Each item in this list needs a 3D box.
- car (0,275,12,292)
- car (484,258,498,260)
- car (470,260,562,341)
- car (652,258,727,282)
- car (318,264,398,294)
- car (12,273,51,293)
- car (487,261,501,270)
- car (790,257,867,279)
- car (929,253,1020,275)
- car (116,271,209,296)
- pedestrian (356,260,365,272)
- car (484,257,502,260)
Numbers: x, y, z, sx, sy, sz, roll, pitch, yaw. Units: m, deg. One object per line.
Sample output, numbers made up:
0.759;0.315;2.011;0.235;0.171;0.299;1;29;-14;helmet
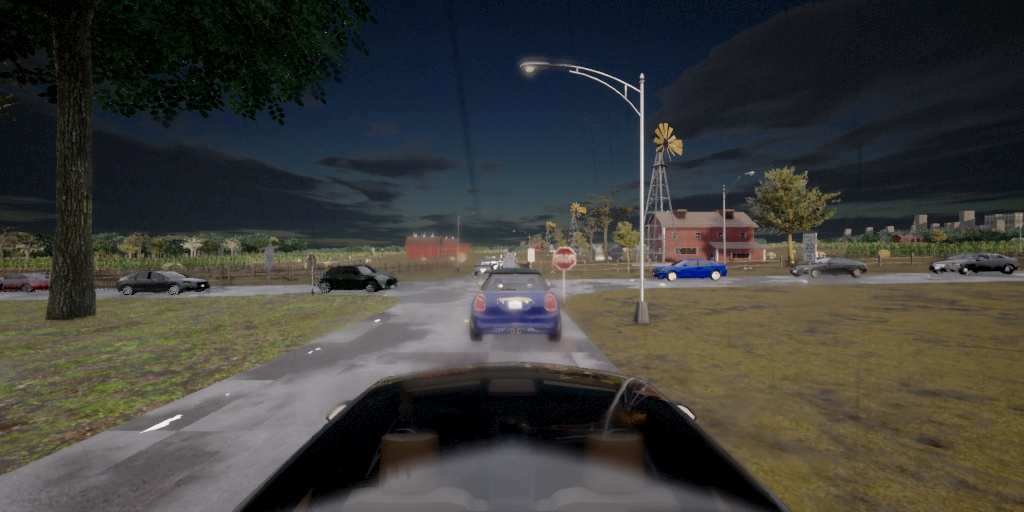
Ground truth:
-36.406;1.662;22.891;5.566;2.045;2.150;-1;1;0;car
-2.919;1.308;38.345;2.128;1.511;4.902;0;0;0;car
0.080;1.104;10.003;2.097;1.767;4.553;0;0;0;car
12.606;0.948;25.626;5.008;1.535;1.882;-1;1;-1;car
-9.400;1.308;22.089;4.553;1.767;2.097;-1;1;10;car
-35.135;1.930;25.829;4.181;1.385;1.994;-1;1;0;car
-2.907;1.513;59.260;2.033;1.411;5.357;0;-1;1;car
22.590;0.796;25.652;4.674;1.442;1.812;-1;1;0;car
32.888;0.552;25.610;4.902;1.511;2.128;-1;1;0;car
-22.144;1.688;22.847;4.892;1.490;1.837;-1;1;0;car
-12.211;1.215;28.784;0.375;1.860;0.375;0;2;0;pedestrian
-2.928;1.097;48.570;2.150;2.045;5.566;0;0;0;car
